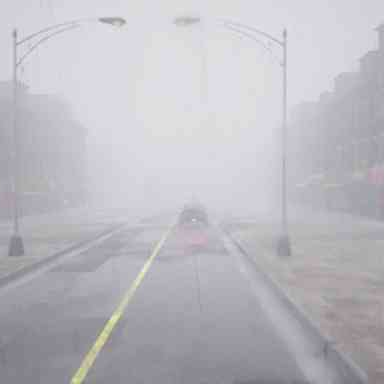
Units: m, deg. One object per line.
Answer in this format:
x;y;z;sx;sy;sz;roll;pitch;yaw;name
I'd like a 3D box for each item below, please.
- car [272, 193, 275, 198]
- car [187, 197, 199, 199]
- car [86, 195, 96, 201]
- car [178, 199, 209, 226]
17.233;0.528;62.540;4.313;1.339;1.947;-1;2;0;car
0.122;1.279;40.826;2.033;1.411;5.357;0;1;0;car
-20.349;1.069;62.423;4.507;1.381;1.887;-1;2;0;car
0.110;1.471;22.919;1.837;1.490;4.892;0;0;0;car
